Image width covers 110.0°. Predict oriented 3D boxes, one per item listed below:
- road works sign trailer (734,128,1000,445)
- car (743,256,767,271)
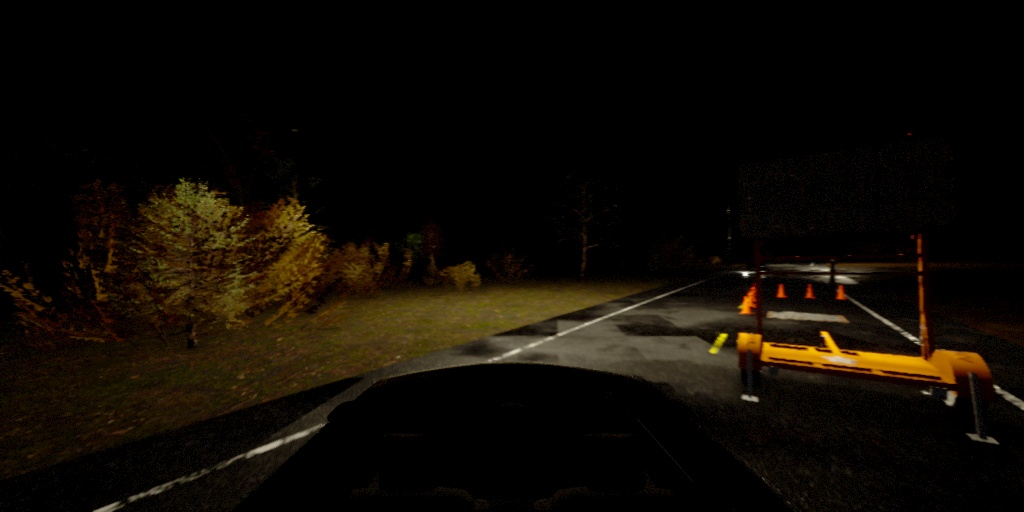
[{"bbox_3d":[4.854,0.132,5.391,2.380,3.560,2.880,0,0,36],"label":"road works sign trailer"},{"bbox_3d":[28.595,0.788,42.185,2.097,1.767,4.553,-2,-1,39],"label":"car"}]
